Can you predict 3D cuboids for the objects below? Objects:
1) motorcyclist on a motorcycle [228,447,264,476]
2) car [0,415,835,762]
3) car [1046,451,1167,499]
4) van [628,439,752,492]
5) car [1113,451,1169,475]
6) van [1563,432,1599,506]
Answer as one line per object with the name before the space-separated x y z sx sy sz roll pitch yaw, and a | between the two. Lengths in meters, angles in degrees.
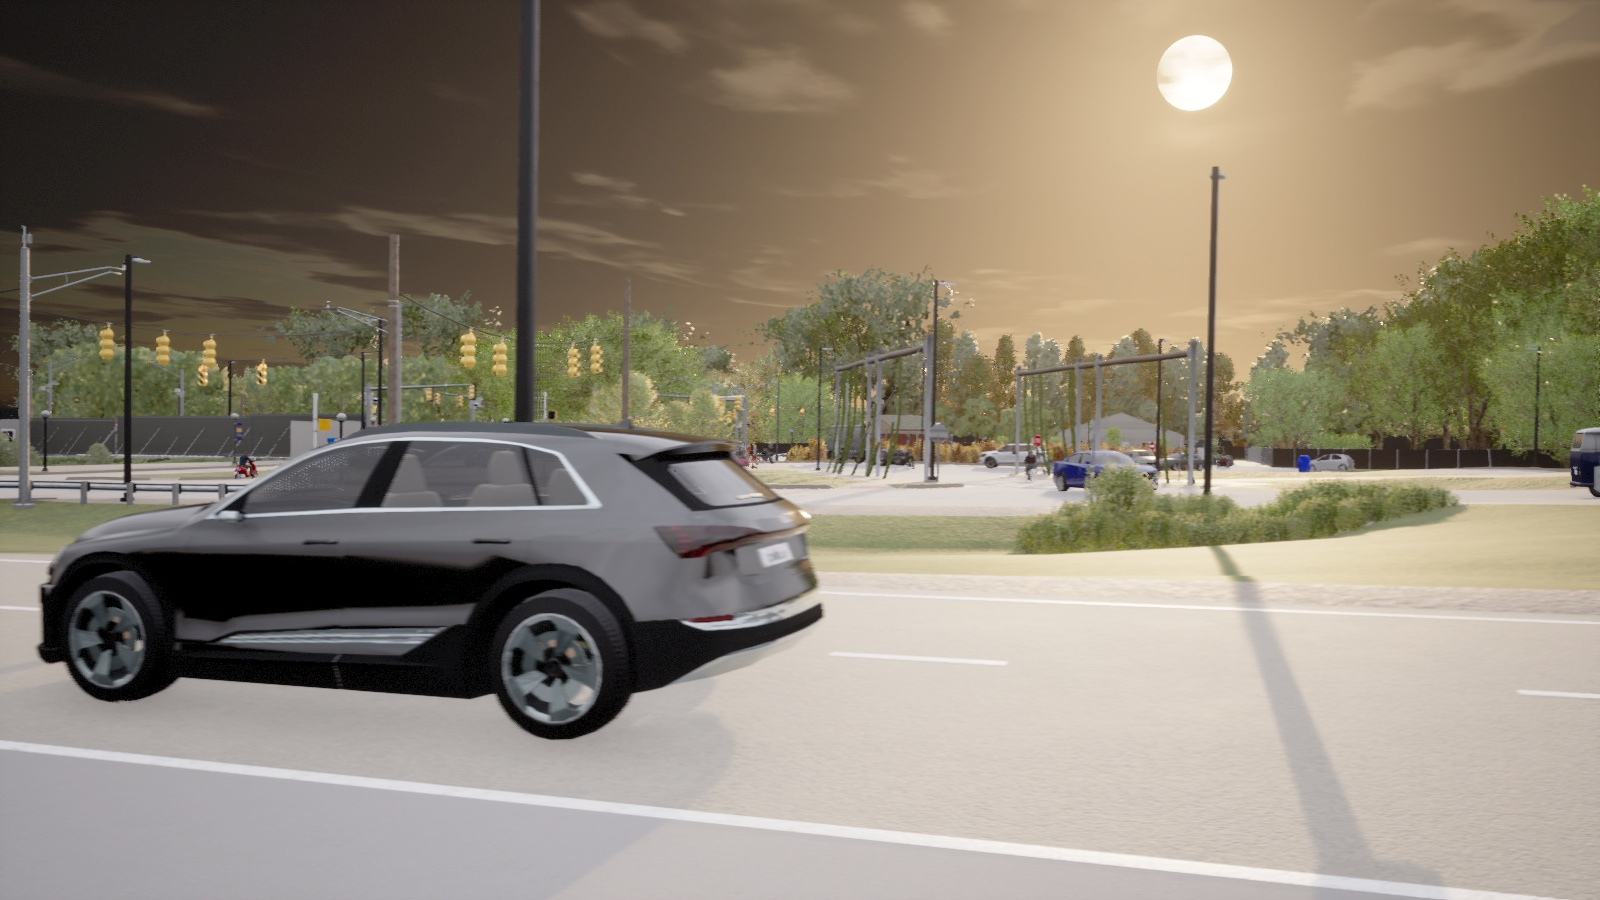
motorcyclist on a motorcycle | -31.374 0.657 71.108 0.866 1.590 1.817 1 0 17
car | -2.409 0.622 7.694 4.856 1.649 2.033 1 1 19
car | 10.535 0.823 43.604 1.882 1.535 5.008 0 0 -15
van | -4.249 0.568 48.777 4.442 1.987 1.775 0 1 18
car | 24.495 0.937 90.387 2.242 1.667 4.611 0 0 -8
van | 23.524 0.487 34.165 4.442 1.987 1.775 -1 0 21
